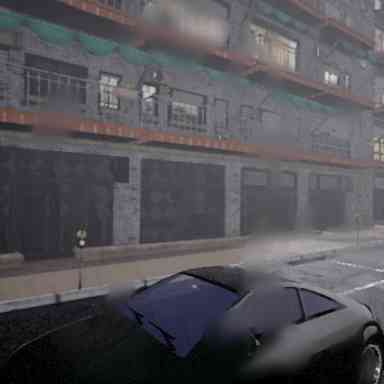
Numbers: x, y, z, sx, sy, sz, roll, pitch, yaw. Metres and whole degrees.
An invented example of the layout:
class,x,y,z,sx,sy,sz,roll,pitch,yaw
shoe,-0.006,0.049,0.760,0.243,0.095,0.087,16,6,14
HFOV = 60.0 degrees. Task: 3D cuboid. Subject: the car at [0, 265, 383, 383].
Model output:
class,x,y,z,sx,sy,sz,roll,pitch,yaw
car,0.247,1.579,3.554,4.181,1.385,1.994,0,0,-35
